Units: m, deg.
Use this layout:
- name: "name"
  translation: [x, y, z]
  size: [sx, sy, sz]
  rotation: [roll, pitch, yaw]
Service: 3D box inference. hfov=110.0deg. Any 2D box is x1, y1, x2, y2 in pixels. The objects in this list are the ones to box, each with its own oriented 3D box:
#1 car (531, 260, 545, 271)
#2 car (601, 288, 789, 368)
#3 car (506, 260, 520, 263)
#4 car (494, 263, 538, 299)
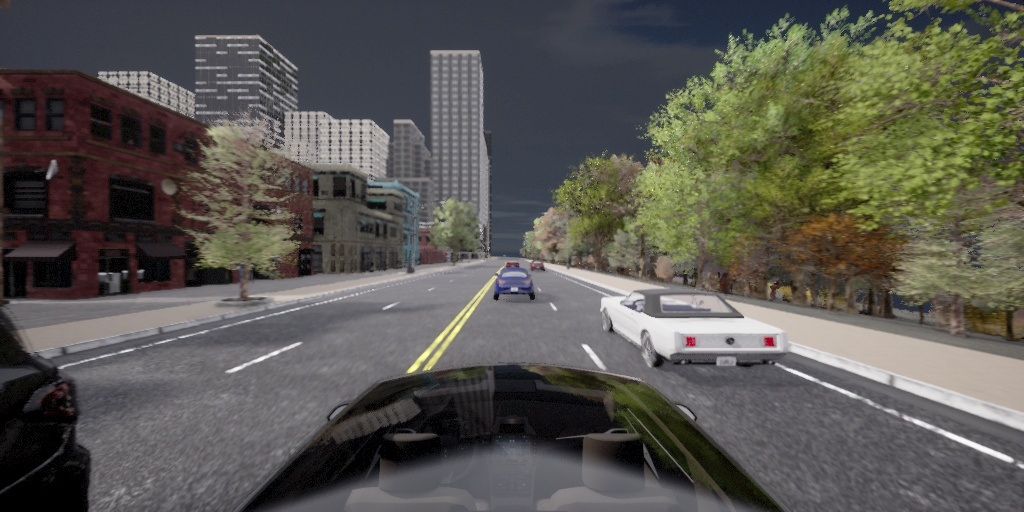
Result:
- name: "car"
  translation: [3.362, 1.286, 48.731]
  size: [1.812, 1.442, 4.674]
  rotation: [0, 0, 0]
- name: "car"
  translation: [3.353, 1.353, 7.818]
  size: [1.895, 1.301, 4.718]
  rotation: [0, 0, 0]
- name: "car"
  translation: [0.111, 1.238, 51.318]
  size: [1.882, 1.535, 5.008]
  rotation: [0, 0, 0]
- name: "car"
  translation: [0.103, 1.281, 17.909]
  size: [1.812, 1.442, 4.674]
  rotation: [0, 0, 0]
